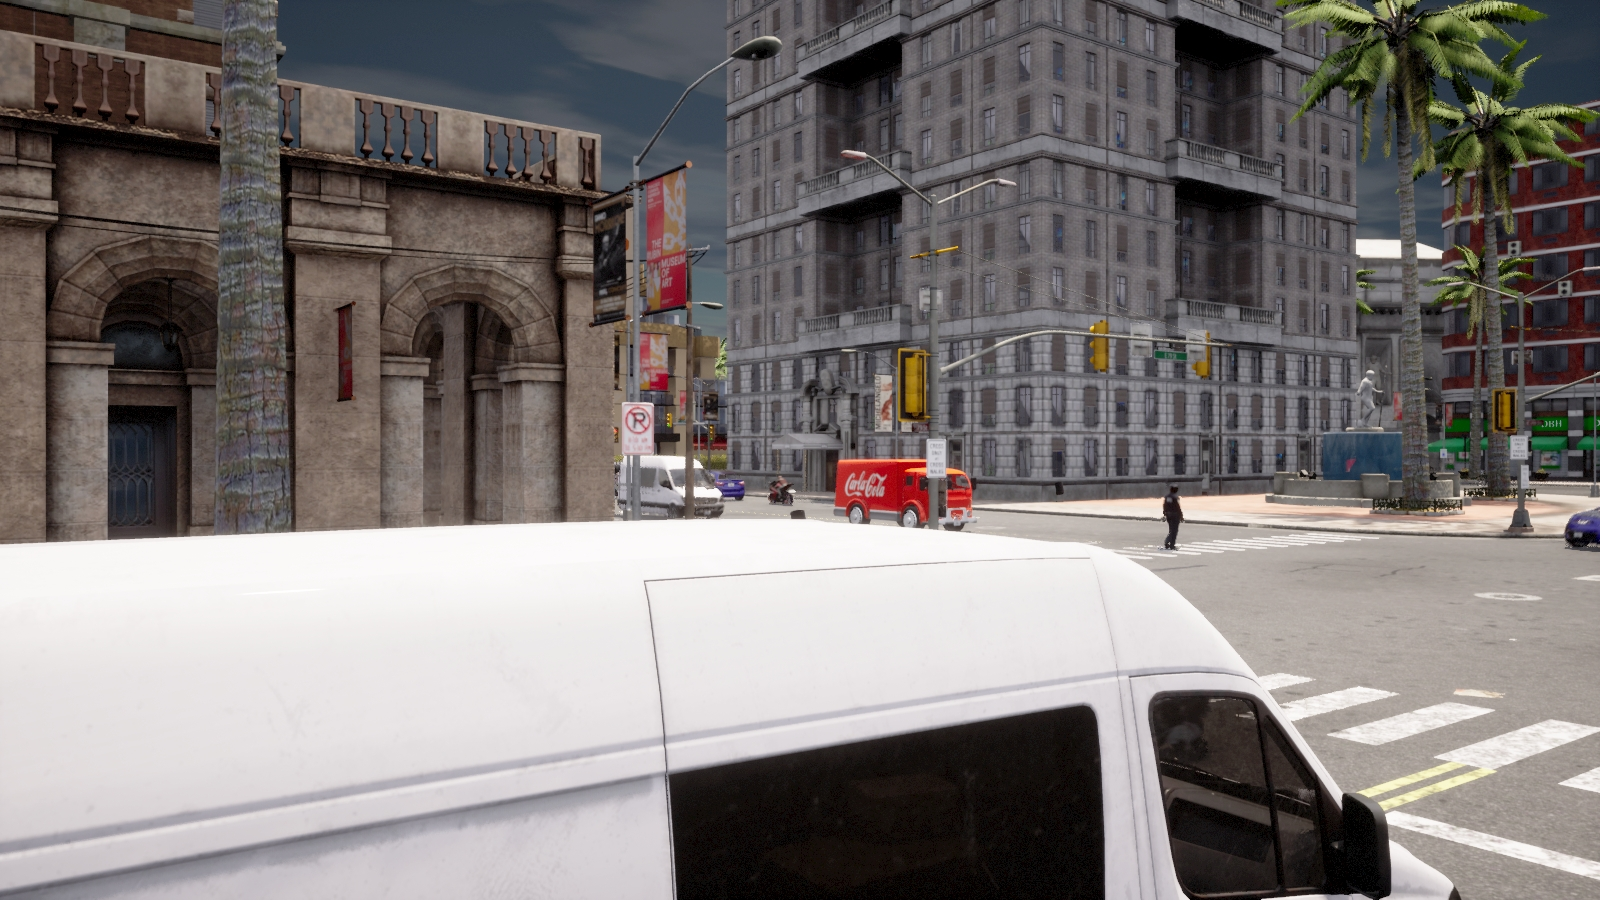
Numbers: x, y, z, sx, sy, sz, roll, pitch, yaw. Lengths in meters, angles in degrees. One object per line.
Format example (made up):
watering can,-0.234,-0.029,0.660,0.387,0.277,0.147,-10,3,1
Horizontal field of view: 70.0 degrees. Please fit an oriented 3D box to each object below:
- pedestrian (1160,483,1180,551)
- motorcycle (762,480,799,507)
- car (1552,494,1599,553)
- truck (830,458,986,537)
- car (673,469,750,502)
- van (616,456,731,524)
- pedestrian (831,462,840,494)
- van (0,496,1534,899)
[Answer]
pedestrian,10.235,1.838,31.602,0.375,1.860,0.375,0,0,-31
motorcycle,-0.984,2.192,57.880,0.867,1.251,2.209,0,0,-32
car,23.351,2.023,31.888,3.633,1.501,1.845,0,0,-8
truck,3.647,1.555,39.545,2.627,2.467,5.204,0,0,-35
car,-4.974,1.955,63.788,2.242,1.667,4.611,0,0,-35
van,-5.203,1.525,46.048,1.988,2.561,5.915,0,0,-35
pedestrian,2.154,1.680,68.680,0.375,1.860,0.375,0,0,-35
van,0.019,1.533,3.806,5.915,2.561,1.988,0,0,-35
